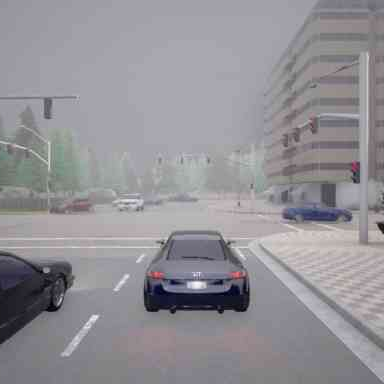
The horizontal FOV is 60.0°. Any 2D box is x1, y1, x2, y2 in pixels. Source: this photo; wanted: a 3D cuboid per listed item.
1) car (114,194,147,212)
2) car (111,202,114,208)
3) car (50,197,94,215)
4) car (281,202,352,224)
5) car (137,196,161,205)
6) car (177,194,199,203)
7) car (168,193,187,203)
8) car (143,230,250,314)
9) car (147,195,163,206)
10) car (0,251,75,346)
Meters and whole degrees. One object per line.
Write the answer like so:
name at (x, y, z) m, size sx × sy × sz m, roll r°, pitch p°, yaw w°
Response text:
car at (-7.009, 1.222, 38.716) m, size 2.150 × 2.045 × 5.566 m, roll 0°, pitch 0°, yaw 1°
car at (-10.192, 1.525, 48.120) m, size 1.812 × 1.442 × 4.674 m, roll 0°, pitch 0°, yaw 4°
car at (-12.426, 1.383, 34.582) m, size 2.097 × 1.767 × 4.553 m, roll 0°, pitch 1°, yaw 29°
car at (9.212, 1.536, 24.768) m, size 5.008 × 1.535 × 1.882 m, roll 0°, pitch 0°, yaw 4°
car at (-7.923, 1.547, 61.751) m, size 2.033 × 1.411 × 5.357 m, roll 0°, pitch 0°, yaw 20°
car at (-0.552, 1.601, 69.447) m, size 1.895 × 1.301 × 4.718 m, roll 0°, pitch 0°, yaw 31°
car at (-2.937, 1.225, 72.217) m, size 2.150 × 2.045 × 5.566 m, roll 0°, pitch 0°, yaw 34°
car at (0.091, 1.564, 7.703) m, size 1.994 × 1.385 × 4.181 m, roll 0°, pitch 0°, yaw 0°
car at (-6.168, 1.351, 53.557) m, size 2.097 × 1.767 × 4.553 m, roll 0°, pitch 0°, yaw 9°
car at (-3.427, 1.547, 4.668) m, size 2.033 × 1.411 × 5.357 m, roll 0°, pitch 0°, yaw 0°
